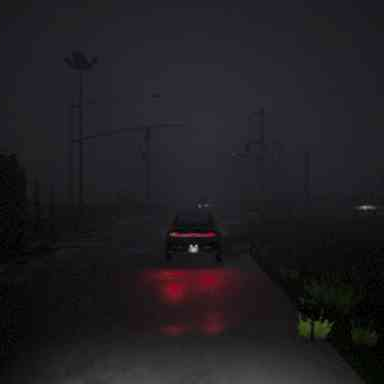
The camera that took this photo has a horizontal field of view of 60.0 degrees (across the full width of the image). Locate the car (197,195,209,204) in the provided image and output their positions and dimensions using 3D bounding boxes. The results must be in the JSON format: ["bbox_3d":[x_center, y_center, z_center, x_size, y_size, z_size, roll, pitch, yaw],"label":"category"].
[{"bbox_3d":[2.085,1.563,61.376,1.994,1.385,4.181,0,0,3],"label":"car"}]

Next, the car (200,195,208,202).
[{"bbox_3d":[2.852,1.527,76.617,1.812,1.442,4.674,0,0,3],"label":"car"}]

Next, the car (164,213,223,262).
[{"bbox_3d":[0.058,1.495,12.140,2.128,1.511,4.902,0,0,0],"label":"car"}]
